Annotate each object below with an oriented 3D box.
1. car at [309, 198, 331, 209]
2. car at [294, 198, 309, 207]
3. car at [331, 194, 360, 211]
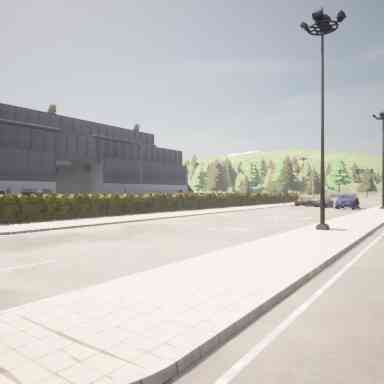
[{"bbox_3d":[18.459,1.547,46.452,2.033,1.411,5.357,0,0,35],"label":"car"},{"bbox_3d":[17.144,1.601,50.662,1.895,1.301,4.718,0,0,35],"label":"car"},{"bbox_3d":[19.814,1.221,42.296,2.150,2.045,5.566,0,0,35],"label":"car"}]
